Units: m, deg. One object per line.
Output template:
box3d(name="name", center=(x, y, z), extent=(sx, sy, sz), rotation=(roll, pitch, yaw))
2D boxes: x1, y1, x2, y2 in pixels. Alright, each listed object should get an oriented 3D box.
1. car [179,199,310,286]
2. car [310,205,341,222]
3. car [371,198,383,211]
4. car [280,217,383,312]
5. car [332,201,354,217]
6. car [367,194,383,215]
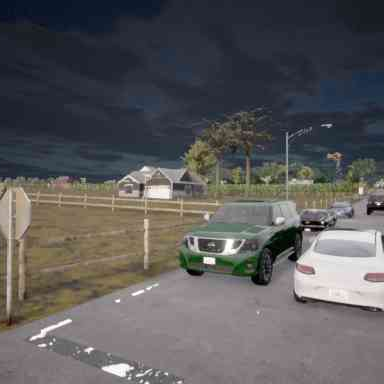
box3d(name="car", center=(1.802, 1.244, 10.094), extent=(2.150, 2.045, 5.566), rotation=(0, 0, 31))
box3d(name="car", center=(7.015, 1.637, 18.959), extent=(1.895, 1.301, 4.718), rotation=(0, 0, 30))
box3d(name="car", center=(24.384, 1.594, 42.903), extent=(2.033, 1.411, 5.357), rotation=(0, 0, 30))
box3d(name="car", center=(3.598, 1.534, 7.522), extent=(1.812, 1.442, 4.674), rotation=(0, 0, 30))
box3d(name="car", center=(13.461, 1.575, 29.902), extent=(1.812, 1.442, 4.674), rotation=(0, 0, 31))
box3d(name="car", center=(19.200, 1.265, 33.991), extent=(2.150, 2.045, 5.566), rotation=(0, 0, 32))
